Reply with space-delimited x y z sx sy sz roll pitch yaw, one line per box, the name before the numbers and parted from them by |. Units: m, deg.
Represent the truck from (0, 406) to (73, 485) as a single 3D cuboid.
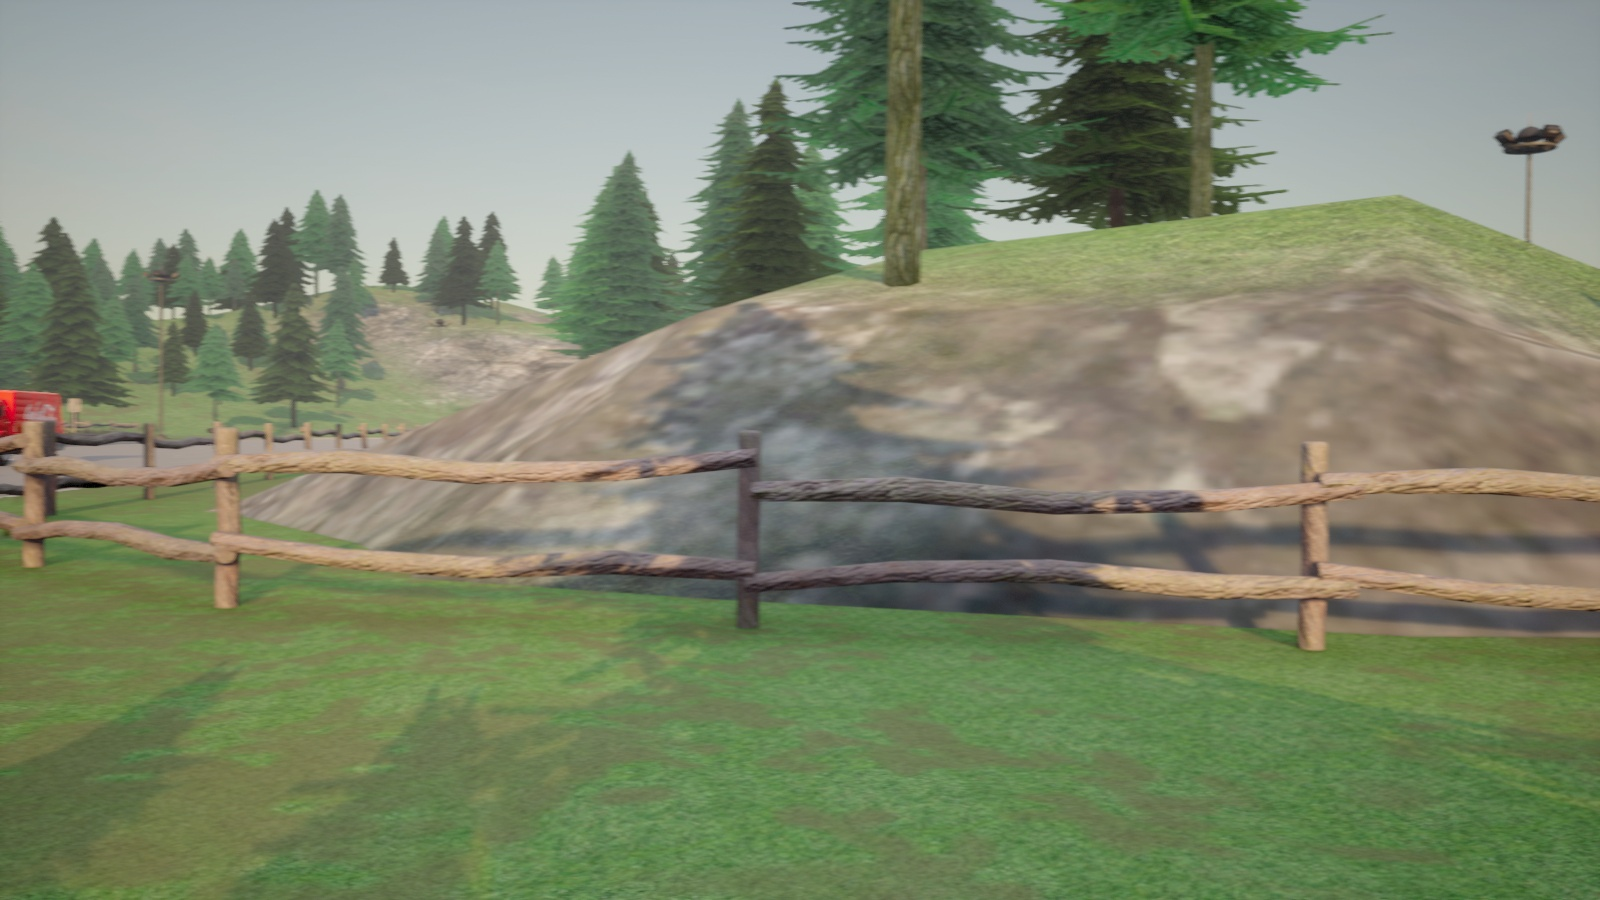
truck | -26.695 -0.175 41.711 2.627 2.467 5.204 -1 1 -8
